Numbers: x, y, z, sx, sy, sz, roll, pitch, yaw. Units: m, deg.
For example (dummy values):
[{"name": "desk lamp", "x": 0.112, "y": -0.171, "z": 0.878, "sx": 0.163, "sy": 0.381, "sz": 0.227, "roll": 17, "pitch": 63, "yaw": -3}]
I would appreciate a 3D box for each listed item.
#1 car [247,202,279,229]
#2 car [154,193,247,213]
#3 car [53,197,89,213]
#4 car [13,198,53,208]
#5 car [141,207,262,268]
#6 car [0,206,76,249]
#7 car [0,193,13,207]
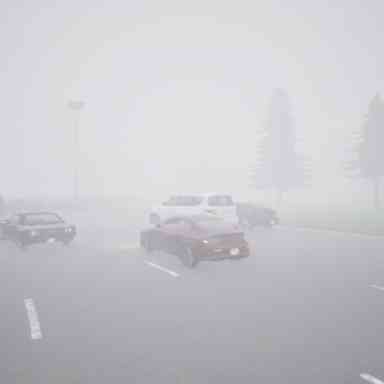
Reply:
[{"name": "car", "x": 2.719, "y": 1.335, "z": 19.388, "sx": 1.837, "sy": 1.490, "sz": 4.892, "roll": 0, "pitch": 0, "yaw": -39}, {"name": "car", "x": -0.092, "y": 1.075, "z": 17.387, "sx": 2.150, "sy": 2.045, "sz": 5.566, "roll": 0, "pitch": 0, "yaw": -39}, {"name": "car", "x": -12.008, "y": 1.259, "z": 31.767, "sx": 4.902, "sy": 1.511, "sz": 2.128, "roll": 0, "pitch": 0, "yaw": 30}, {"name": "car", "x": -14.980, "y": 1.299, "z": 29.411, "sx": 4.892, "sy": 1.490, "sz": 1.837, "roll": 0, "pitch": 0, "yaw": 28}, {"name": "car", "x": -0.080, "y": 1.432, "z": 10.993, "sx": 1.812, "sy": 1.442, "sz": 4.674, "roll": 0, "pitch": 1, "yaw": -32}, {"name": "car", "x": -6.700, "y": 1.500, "z": 14.056, "sx": 1.895, "sy": 1.301, "sz": 4.718, "roll": -1, "pitch": 1, "yaw": -41}, {"name": "car", "x": -17.151, "y": 1.046, "z": 26.426, "sx": 5.566, "sy": 2.045, "sz": 2.150, "roll": 0, "pitch": 0, "yaw": 29}]
